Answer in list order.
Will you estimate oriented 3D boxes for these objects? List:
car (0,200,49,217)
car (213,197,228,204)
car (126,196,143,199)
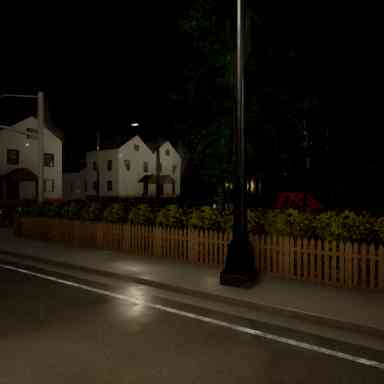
[{"bbox_3d":[-15.053,1.491,30.683,2.128,1.511,4.902,0,0,35],"label":"car"},{"bbox_3d":[4.625,1.547,58.939,2.033,1.411,5.357,0,0,35],"label":"car"},{"bbox_3d":[-7.627,1.352,41.406,2.097,1.767,4.553,0,0,35],"label":"car"}]
